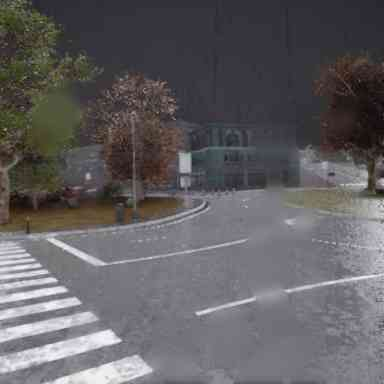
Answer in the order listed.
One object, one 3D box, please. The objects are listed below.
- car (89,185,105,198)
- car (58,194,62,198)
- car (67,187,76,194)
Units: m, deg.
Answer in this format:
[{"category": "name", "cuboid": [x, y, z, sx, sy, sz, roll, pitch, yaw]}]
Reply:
[{"category": "car", "cuboid": [-14.432, 0.194, 49.676, 2.231, 1.521, 4.892, -1, 2, 16]}, {"category": "car", "cuboid": [-19.238, 0.020, 53.209, 2.435, 2.045, 5.566, -2, 1, 16]}, {"category": "car", "cuboid": [-16.850, -0.018, 51.390, 2.435, 2.045, 5.566, -1, 2, 16]}]
